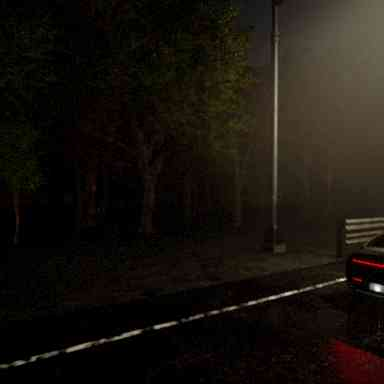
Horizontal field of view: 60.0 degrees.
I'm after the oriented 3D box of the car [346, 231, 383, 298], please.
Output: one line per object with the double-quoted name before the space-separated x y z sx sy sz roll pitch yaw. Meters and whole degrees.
"car" 5.552 1.609 7.814 4.892 1.490 1.837 0 0 -35
